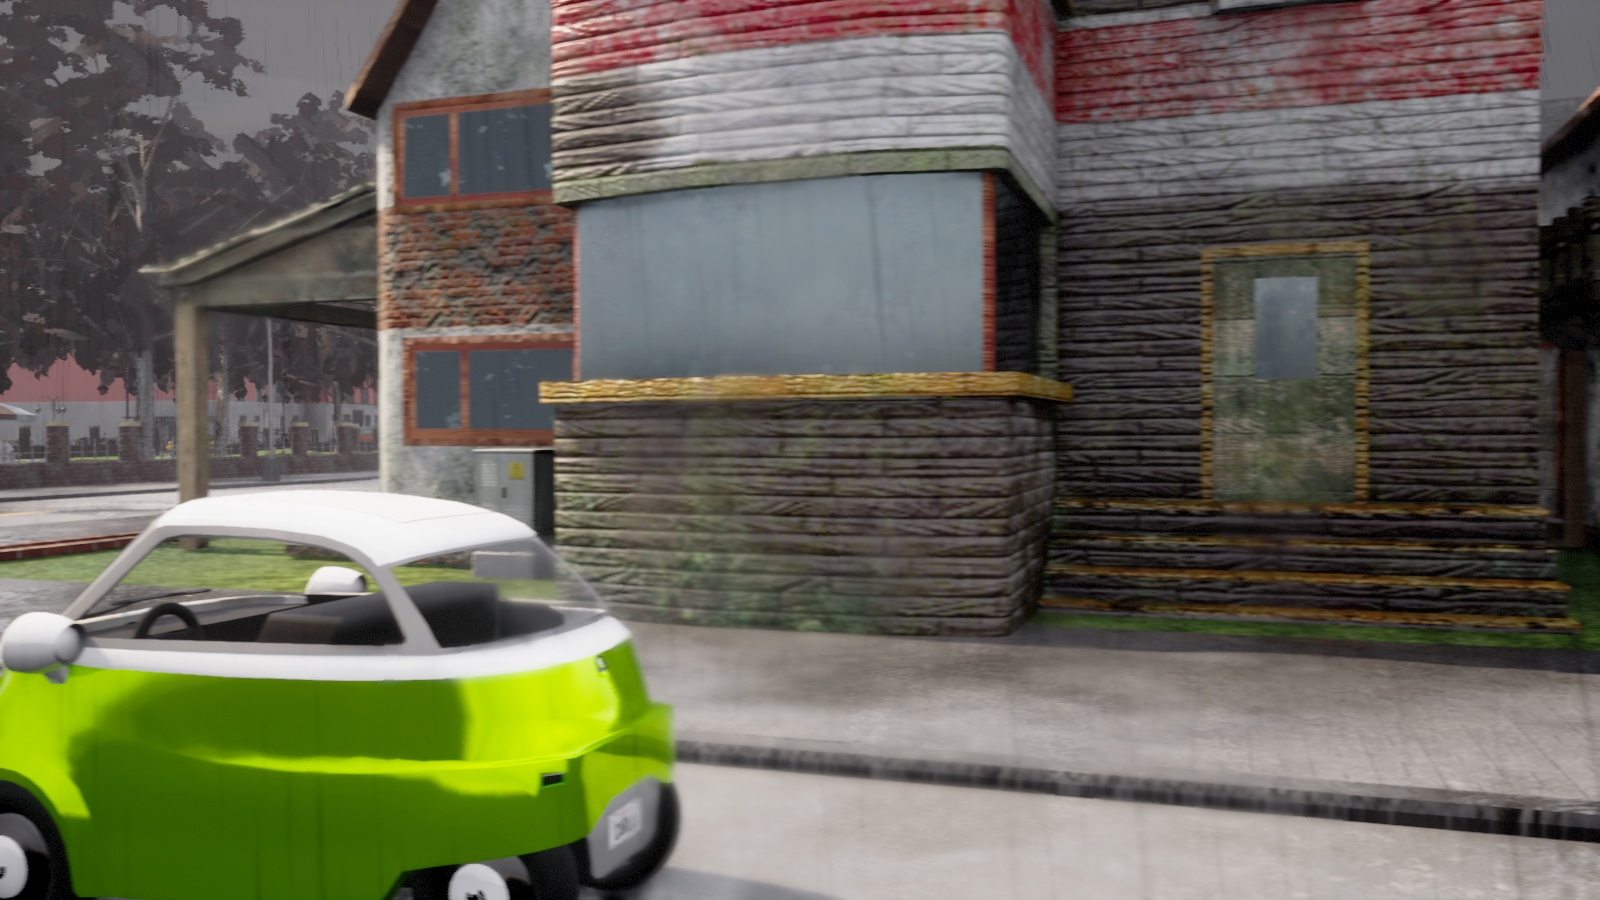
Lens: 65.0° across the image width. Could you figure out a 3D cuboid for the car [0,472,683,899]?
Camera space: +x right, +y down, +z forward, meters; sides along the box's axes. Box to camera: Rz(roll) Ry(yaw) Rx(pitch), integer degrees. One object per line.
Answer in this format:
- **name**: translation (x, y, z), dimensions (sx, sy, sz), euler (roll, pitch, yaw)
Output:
- **car**: translation (-1.721, 0.807, 4.298), dimensions (2.207, 1.376, 1.481), euler (1, 1, 19)
